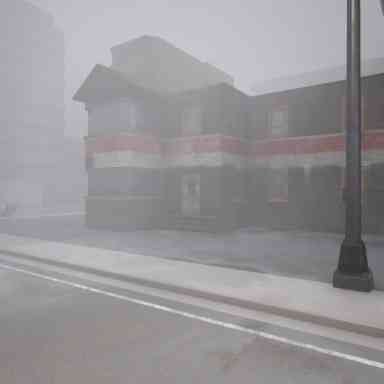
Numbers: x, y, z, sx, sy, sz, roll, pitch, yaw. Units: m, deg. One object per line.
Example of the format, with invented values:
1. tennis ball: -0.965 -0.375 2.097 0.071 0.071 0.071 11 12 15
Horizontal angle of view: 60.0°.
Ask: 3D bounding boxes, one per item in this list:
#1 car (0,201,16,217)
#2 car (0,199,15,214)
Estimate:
1. car: -17.611 1.404 28.254 2.038 1.542 4.974 0 0 15
2. car: -17.597 1.247 28.304 1.853 1.218 4.536 0 0 15
